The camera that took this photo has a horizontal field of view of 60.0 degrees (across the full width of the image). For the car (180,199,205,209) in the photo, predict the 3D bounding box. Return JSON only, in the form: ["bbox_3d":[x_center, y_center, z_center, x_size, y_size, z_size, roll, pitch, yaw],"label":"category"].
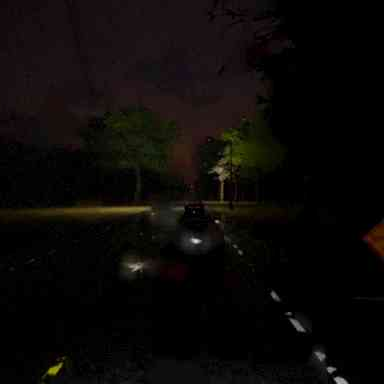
[{"bbox_3d":[0.194,1.599,31.644,2.128,1.511,4.902,0,-1,0],"label":"car"}]

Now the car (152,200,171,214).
[{"bbox_3d":[-3.470,1.683,38.426,1.837,1.490,4.892,0,-1,0],"label":"car"}]

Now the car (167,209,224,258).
[{"bbox_3d":[0.124,1.557,12.709,1.994,1.385,4.181,0,0,0],"label":"car"}]

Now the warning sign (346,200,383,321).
[{"bbox_3d":[3.582,1.102,5.772,1.300,1.860,1.060,1,1,0],"label":"warning sign"}]
